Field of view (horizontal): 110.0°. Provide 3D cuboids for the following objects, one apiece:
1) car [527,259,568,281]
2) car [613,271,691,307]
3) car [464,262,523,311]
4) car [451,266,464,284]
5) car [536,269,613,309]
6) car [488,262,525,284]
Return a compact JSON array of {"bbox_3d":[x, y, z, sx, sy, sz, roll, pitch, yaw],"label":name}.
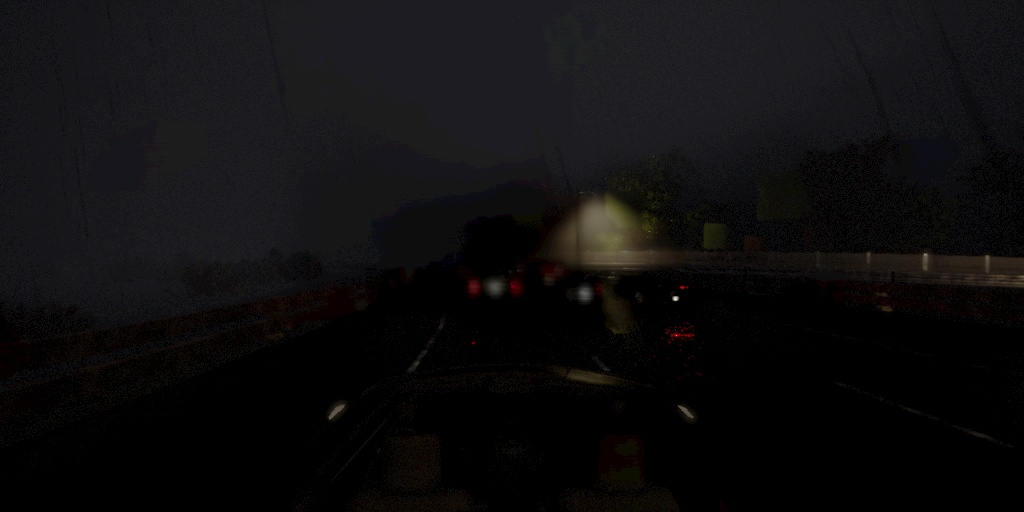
[{"bbox_3d":[3.033,1.281,31.355,2.150,2.045,5.566,0,0,-15],"label":"car"},{"bbox_3d":[6.049,1.409,16.351,1.837,1.490,4.892,0,0,-8],"label":"car"},{"bbox_3d":[-0.896,1.243,15.480,2.097,1.767,4.553,0,-1,-8],"label":"car"},{"bbox_3d":[-3.996,1.540,30.470,2.128,1.511,4.902,0,0,-16],"label":"car"},{"bbox_3d":[2.578,1.461,15.900,1.994,1.385,4.181,0,-1,-7],"label":"car"},{"bbox_3d":[-0.592,1.407,31.286,2.097,1.767,4.553,0,-1,-16],"label":"car"}]
